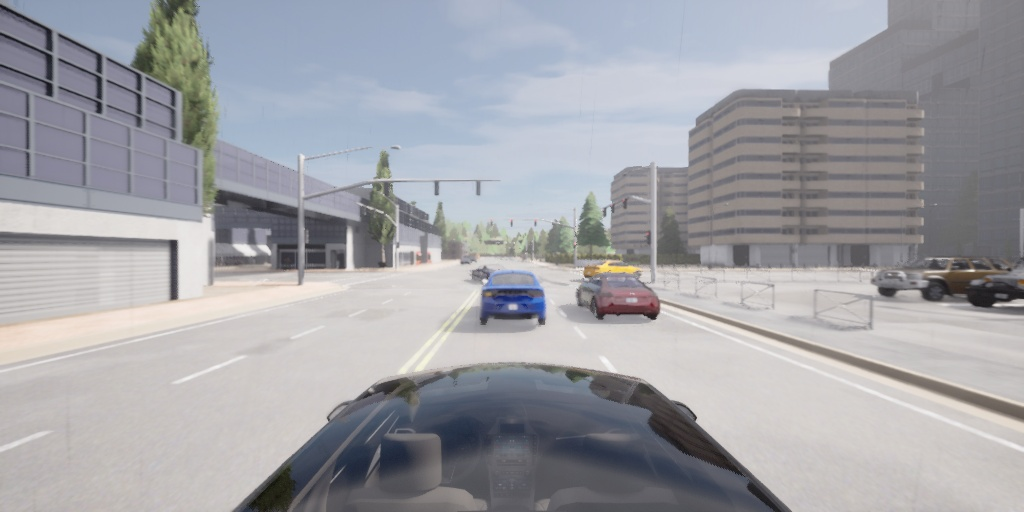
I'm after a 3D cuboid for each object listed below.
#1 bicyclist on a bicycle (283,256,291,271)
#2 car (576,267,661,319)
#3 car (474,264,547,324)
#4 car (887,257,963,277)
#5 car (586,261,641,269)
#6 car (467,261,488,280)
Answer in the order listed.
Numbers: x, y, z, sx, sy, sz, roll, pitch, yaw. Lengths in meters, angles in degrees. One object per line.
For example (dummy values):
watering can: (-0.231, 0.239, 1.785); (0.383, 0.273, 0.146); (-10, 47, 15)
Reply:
bicyclist on a bicycle: (-26.177, 0.879, 41.741); (0.582, 1.620, 1.656); (0, 0, -1)
car: (3.525, 1.266, 12.565); (1.994, 1.385, 4.181); (0, 0, 0)
car: (0.027, 1.184, 11.762); (1.882, 1.535, 5.008); (0, 0, 0)
car: (42.034, 1.090, 36.559); (4.902, 1.511, 2.128); (0, 0, -1)
car: (7.954, 1.113, 28.035); (5.008, 1.535, 1.882); (0, -2, -29)
car: (-1.664, 1.243, 26.585); (1.895, 1.301, 4.718); (0, 0, -21)
